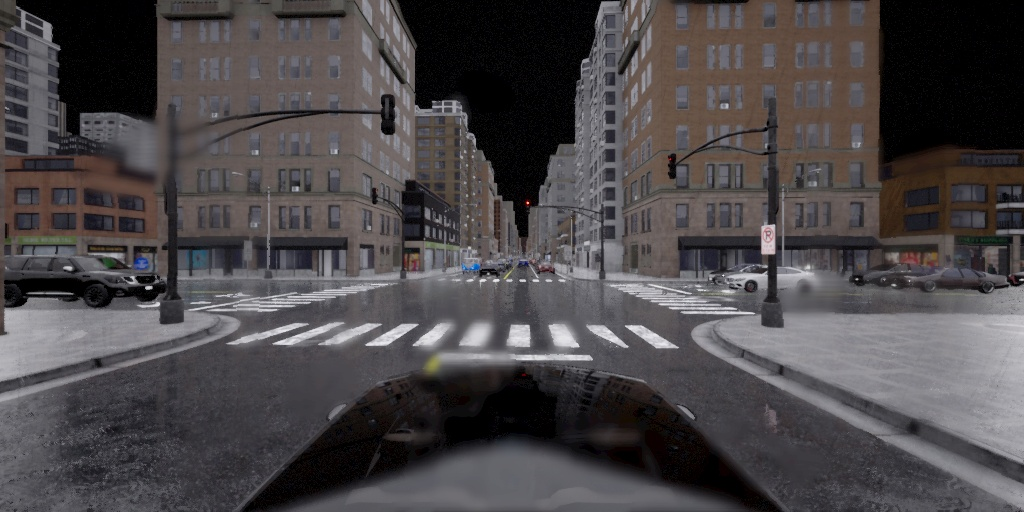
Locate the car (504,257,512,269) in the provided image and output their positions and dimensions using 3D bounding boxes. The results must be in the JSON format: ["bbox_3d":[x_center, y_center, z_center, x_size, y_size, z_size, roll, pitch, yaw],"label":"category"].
[{"bbox_3d":[-1.488,1.136,54.515,2.097,1.767,4.553,0,0,2],"label":"car"}]

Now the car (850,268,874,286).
[{"bbox_3d":[25.063,1.284,23.470,4.892,1.490,1.837,0,0,2],"label":"car"}]

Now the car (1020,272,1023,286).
[{"bbox_3d":[35.046,1.360,23.176,4.181,1.385,1.994,0,0,2],"label":"car"}]

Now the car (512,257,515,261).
[{"bbox_3d":[-1.114,1.146,64.498,2.097,1.767,4.553,0,0,3],"label":"car"}]

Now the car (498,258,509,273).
[{"bbox_3d":[-1.812,1.338,44.877,1.994,1.385,4.181,0,0,3],"label":"car"}]

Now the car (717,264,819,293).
[{"bbox_3d":[14.769,1.291,20.511,4.674,1.442,1.812,0,0,3],"label":"car"}]

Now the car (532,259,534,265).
[{"bbox_3d":[4.002,1.341,46.350,1.948,1.339,4.313,0,0,2],"label":"car"}]

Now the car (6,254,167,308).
[{"bbox_3d":[-17.665,0.956,14.720,5.566,2.045,2.150,0,0,0],"label":"car"}]

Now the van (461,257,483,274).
[{"bbox_3d":[-4.707,1.111,41.113,1.690,1.789,3.998,0,0,2],"label":"van"}]

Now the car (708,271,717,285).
[{"bbox_3d":[15.646,1.257,23.739,4.902,1.511,2.128,0,0,2],"label":"car"}]

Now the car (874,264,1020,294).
[{"bbox_3d":[24.356,1.326,20.238,5.357,1.411,2.033,0,0,2],"label":"car"}]

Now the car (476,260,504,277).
[{"bbox_3d":[-2.142,1.365,35.794,1.895,1.301,4.718,0,0,2],"label":"car"}]

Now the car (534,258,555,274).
[{"bbox_3d":[3.814,1.210,40.828,1.967,1.591,4.097,0,0,2],"label":"car"}]

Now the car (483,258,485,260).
[{"bbox_3d":[-4.519,1.090,46.633,2.192,1.841,5.009,0,0,2],"label":"car"}]
